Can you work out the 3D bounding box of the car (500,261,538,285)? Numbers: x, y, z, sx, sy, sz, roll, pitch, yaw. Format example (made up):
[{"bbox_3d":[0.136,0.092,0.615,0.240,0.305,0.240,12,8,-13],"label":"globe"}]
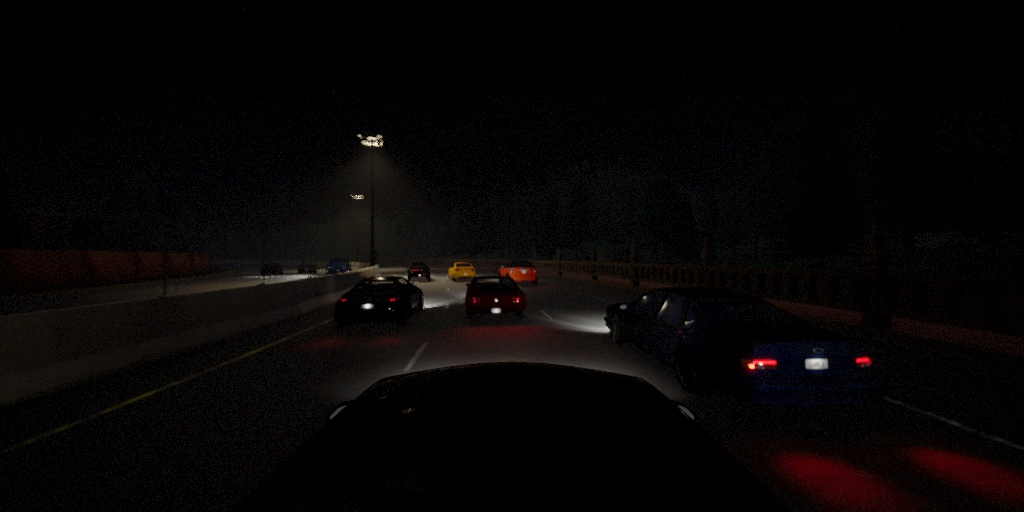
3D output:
[{"bbox_3d":[0.340,1.126,26.641,2.097,1.767,4.553,0,0,-13],"label":"car"}]

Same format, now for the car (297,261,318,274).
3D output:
[{"bbox_3d":[-24.342,1.378,42.853,2.128,1.511,4.902,0,0,-27],"label":"car"}]

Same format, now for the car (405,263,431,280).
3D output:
[{"bbox_3d":[-8.208,1.317,31.412,1.837,1.490,4.892,0,0,-17],"label":"car"}]

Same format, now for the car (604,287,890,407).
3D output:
[{"bbox_3d":[3.352,1.289,6.628,2.033,1.411,5.357,0,0,-3],"label":"car"}]

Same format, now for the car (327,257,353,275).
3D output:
[{"bbox_3d":[-18.071,1.078,37.694,2.150,2.045,5.566,0,0,-23],"label":"car"}]

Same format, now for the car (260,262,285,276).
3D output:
[{"bbox_3d":[-27.184,1.444,40.851,2.033,1.411,5.357,0,0,-27],"label":"car"}]

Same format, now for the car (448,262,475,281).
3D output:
[{"bbox_3d":[-4.350,1.274,30.762,1.882,1.535,5.008,0,0,-16],"label":"car"}]

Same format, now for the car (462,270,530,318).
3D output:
[{"bbox_3d":[-0.726,1.365,13.054,1.895,1.301,4.718,0,0,-6],"label":"car"}]

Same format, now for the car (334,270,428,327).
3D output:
[{"bbox_3d":[-4.138,1.340,11.742,1.994,1.385,4.181,0,0,-6],"label":"car"}]
